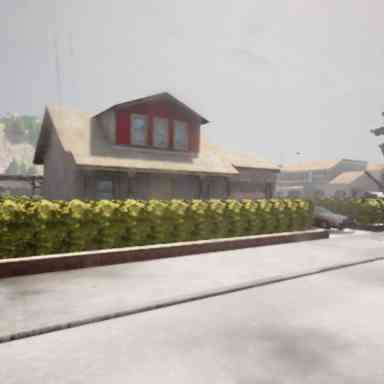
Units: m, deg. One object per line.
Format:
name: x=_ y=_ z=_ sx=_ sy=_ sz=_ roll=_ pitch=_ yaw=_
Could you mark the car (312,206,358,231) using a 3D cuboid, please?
car: x=7.256 y=1.553 z=20.564 sx=2.033 sy=1.415 sz=5.357 roll=1 pitch=0 yaw=-33
